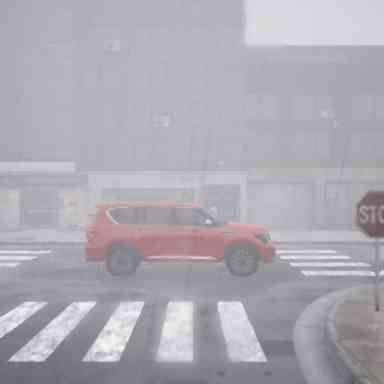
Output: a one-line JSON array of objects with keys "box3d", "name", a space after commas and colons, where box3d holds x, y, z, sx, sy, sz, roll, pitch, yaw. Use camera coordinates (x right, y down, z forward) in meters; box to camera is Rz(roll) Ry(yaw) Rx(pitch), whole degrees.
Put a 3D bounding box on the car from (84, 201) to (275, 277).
[{"box3d": [-0.377, 1.315, 10.091, 5.566, 2.045, 2.150, 0, 0, 0], "name": "car"}]
